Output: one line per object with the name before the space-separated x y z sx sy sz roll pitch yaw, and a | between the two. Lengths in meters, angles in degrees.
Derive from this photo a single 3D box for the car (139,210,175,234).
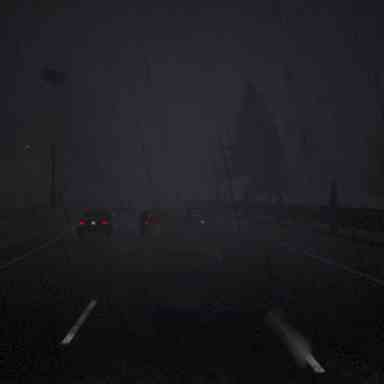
car | -2.299 1.765 20.495 1.895 1.301 4.718 0 0 -12

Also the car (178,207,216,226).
car | 0.227 1.795 25.025 1.895 1.301 4.718 0 0 -14

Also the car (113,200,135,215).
car | -8.078 1.671 38.944 2.097 1.767 4.553 0 0 -22

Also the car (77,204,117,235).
car | -5.748 1.715 20.029 2.033 1.411 5.357 0 0 -12
